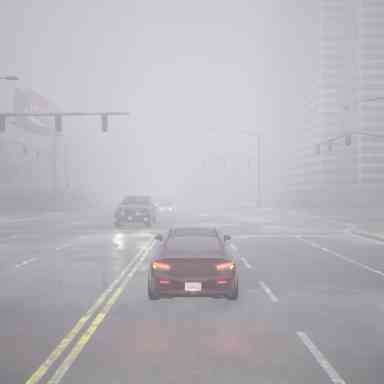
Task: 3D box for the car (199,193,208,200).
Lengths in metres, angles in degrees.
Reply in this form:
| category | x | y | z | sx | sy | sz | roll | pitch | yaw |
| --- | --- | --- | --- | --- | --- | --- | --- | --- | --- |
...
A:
| category | x | y | z | sx | sy | sz | roll | pitch | yaw |
| --- | --- | --- | --- | --- | --- | --- | --- | --- | --- |
| car | 3.102 | 1.184 | 88.334 | 2.097 | 1.767 | 4.553 | 0 | 0 | 0 |

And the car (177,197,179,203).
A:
| category | x | y | z | sx | sy | sz | roll | pitch | yaw |
| --- | --- | --- | --- | --- | --- | --- | --- | --- | --- |
| car | -3.843 | 1.525 | 61.302 | 1.812 | 1.442 | 4.674 | 0 | 0 | 0 |

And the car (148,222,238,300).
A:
| category | x | y | z | sx | sy | sz | roll | pitch | yaw |
| --- | --- | --- | --- | --- | --- | --- | --- | --- | --- |
| car | 0.028 | 1.526 | 8.237 | 1.812 | 1.442 | 4.674 | 0 | 0 | 0 |

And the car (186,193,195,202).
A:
| category | x | y | z | sx | sy | sz | roll | pitch | yaw |
| --- | --- | --- | --- | --- | --- | --- | --- | --- | --- |
| car | -0.353 | 1.584 | 78.413 | 1.895 | 1.301 | 4.718 | 0 | 0 | 0 |

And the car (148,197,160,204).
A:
| category | x | y | z | sx | sy | sz | roll | pitch | yaw |
| --- | --- | --- | --- | --- | --- | --- | --- | --- | --- |
| car | -7.333 | 1.600 | 64.611 | 1.895 | 1.301 | 4.718 | 0 | 0 | 0 |

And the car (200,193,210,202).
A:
| category | x | y | z | sx | sy | sz | roll | pitch | yaw |
| --- | --- | --- | --- | --- | --- | --- | --- | --- | --- |
| car | 3.149 | 1.515 | 78.046 | 2.128 | 1.511 | 4.902 | 0 | 0 | 0 |

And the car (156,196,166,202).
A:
| category | x | y | z | sx | sy | sz | roll | pitch | yaw |
| --- | --- | --- | --- | --- | --- | --- | --- | --- | --- |
| car | -7.358 | 1.588 | 79.546 | 1.895 | 1.301 | 4.718 | 0 | 0 | 0 |

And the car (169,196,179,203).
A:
| category | x | y | z | sx | sy | sz | roll | pitch | yaw |
| --- | --- | --- | --- | --- | --- | --- | --- | --- | --- |
| car | -3.823 | 1.552 | 71.934 | 1.994 | 1.385 | 4.181 | 0 | 0 | 0 |

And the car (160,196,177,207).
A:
| category | x | y | z | sx | sy | sz | roll | pitch | yaw |
| --- | --- | --- | --- | --- | --- | --- | --- | --- | --- |
| car | -3.823 | 1.564 | 51.084 | 1.994 | 1.385 | 4.181 | 0 | 0 | 0 |

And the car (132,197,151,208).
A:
| category | x | y | z | sx | sy | sz | roll | pitch | yaw |
| --- | --- | --- | --- | --- | --- | --- | --- | --- | --- |
| car | -7.313 | 1.491 | 48.475 | 2.128 | 1.511 | 4.902 | 0 | 0 | 0 |

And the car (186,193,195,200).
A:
| category | x | y | z | sx | sy | sz | roll | pitch | yaw |
| --- | --- | --- | --- | --- | --- | --- | --- | --- | --- |
| car | -0.398 | 1.184 | 88.318 | 2.097 | 1.767 | 4.553 | 0 | 0 | 0 |

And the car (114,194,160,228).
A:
| category | x | y | z | sx | sy | sz | roll | pitch | yaw |
| --- | --- | --- | --- | --- | --- | --- | --- | --- | --- |
| car | -3.695 | 1.223 | 22.586 | 2.150 | 2.045 | 5.566 | 0 | 0 | 0 |
